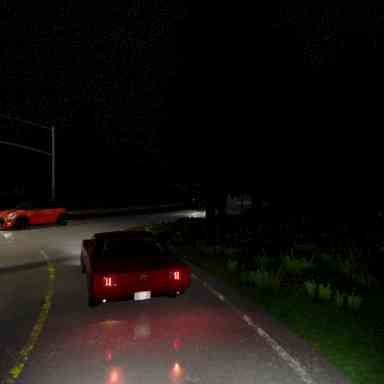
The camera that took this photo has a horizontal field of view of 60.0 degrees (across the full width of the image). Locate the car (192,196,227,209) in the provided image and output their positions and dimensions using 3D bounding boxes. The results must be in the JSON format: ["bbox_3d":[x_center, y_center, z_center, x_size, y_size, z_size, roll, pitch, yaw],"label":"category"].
[{"bbox_3d":[2.033,0.730,35.980,2.150,2.045,5.566,0,3,27],"label":"car"}]

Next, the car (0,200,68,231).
[{"bbox_3d":[-10.126,1.357,20.942,2.097,1.767,4.553,1,0,26],"label":"car"}]

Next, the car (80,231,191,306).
[{"bbox_3d":[-1.678,1.601,8.145,1.895,1.301,4.718,0,0,-21],"label":"car"}]

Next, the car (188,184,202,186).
[{"bbox_3d":[1.166,-0.721,56.533,1.812,1.442,4.674,0,4,-26],"label":"car"}]

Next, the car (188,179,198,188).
[{"bbox_3d":[0.142,-1.820,70.088,2.128,1.511,4.902,0,5,-1],"label":"car"}]
